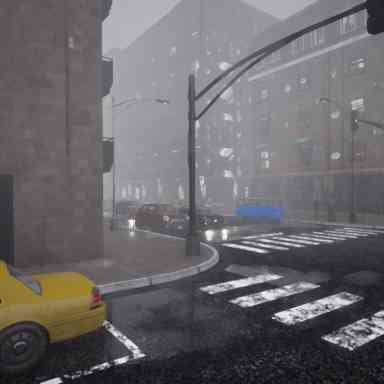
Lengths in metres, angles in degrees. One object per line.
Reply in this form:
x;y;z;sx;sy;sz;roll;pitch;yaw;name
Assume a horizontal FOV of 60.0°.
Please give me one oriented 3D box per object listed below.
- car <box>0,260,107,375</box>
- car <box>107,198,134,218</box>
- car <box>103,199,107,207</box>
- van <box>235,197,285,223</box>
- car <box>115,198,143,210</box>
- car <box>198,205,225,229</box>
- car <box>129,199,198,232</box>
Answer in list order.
-3.547;1.525;4.038;4.829;1.417;1.752;0;0;-35;car
-5.587;1.494;29.663;1.812;1.442;4.674;-1;0;-36;car
-14.255;1.430;47.010;2.128;1.511;4.902;-1;0;-36;car
4.984;1.280;24.932;1.690;1.788;3.998;0;0;-36;van
-8.292;1.463;43.278;1.887;1.381;4.507;-1;0;-36;car
0.249;1.545;21.597;1.994;1.385;4.181;-1;0;-36;car
-1.816;1.441;20.035;1.967;1.590;4.097;0;0;-36;car
